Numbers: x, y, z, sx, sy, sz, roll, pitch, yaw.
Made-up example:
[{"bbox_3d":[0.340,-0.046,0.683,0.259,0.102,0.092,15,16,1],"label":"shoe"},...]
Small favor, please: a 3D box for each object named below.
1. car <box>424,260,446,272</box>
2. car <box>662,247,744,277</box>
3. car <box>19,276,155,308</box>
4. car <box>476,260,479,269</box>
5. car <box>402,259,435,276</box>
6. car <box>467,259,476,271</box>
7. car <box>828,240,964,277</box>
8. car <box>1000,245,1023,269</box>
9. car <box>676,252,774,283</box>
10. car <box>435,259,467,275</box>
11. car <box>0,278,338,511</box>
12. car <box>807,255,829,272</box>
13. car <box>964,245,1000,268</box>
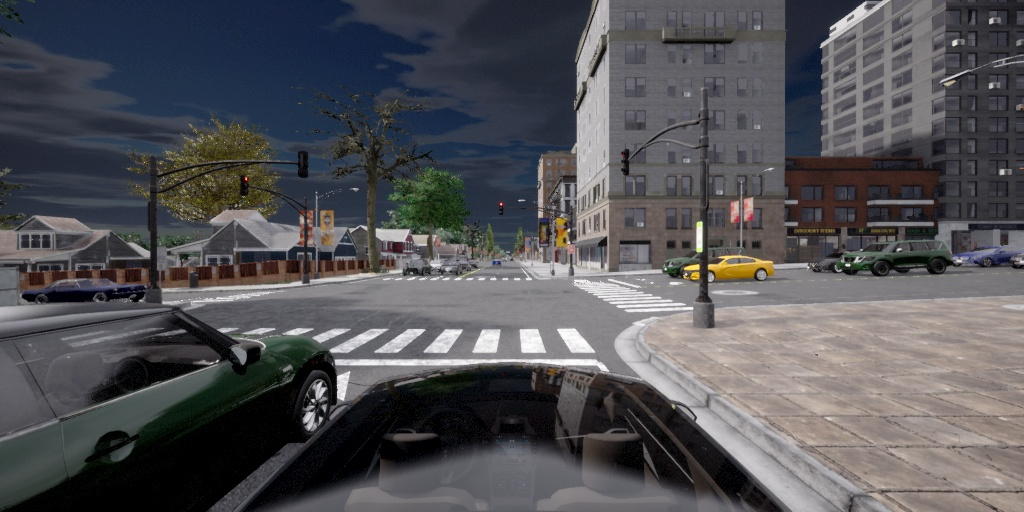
[{"bbox_3d":[-9.868,1.308,46.463,1.812,1.442,4.674,0,0,0],"label":"car"},{"bbox_3d":[13.445,0.459,24.970,5.566,2.045,2.150,-2,0,0],"label":"car"},{"bbox_3d":[-21.623,1.807,18.381,4.718,1.301,1.895,-2,0,0],"label":"car"},{"bbox_3d":[-6.613,1.322,59.621,1.837,1.490,4.892,0,0,0],"label":"car"},{"bbox_3d":[-9.861,1.121,37.480,2.097,1.767,4.553,0,0,0],"label":"car"},{"bbox_3d":[-6.619,1.336,49.275,2.033,1.411,5.357,0,0,0],"label":"car"},{"bbox_3d":[23.122,0.099,21.752,5.566,2.045,2.150,-2,0,0],"label":"car"},{"bbox_3d":[33.374,0.023,21.778,4.674,1.442,1.812,-2,0,0],"label":"car"},{"bbox_3d":[13.026,0.742,21.721,5.008,1.535,1.882,-2,0,-1],"label":"car"},{"bbox_3d":[-6.610,1.262,39.557,2.128,1.511,4.902,0,0,0],"label":"car"},{"bbox_3d":[-3.151,1.102,2.490,2.097,1.767,4.553,0,0,0],"label":"car"},{"bbox_3d":[23.412,0.361,25.004,4.892,1.490,1.837,-2,0,0],"label":"car"},{"bbox_3d":[33.544,0.007,25.031,4.674,1.442,1.812,-2,0,0],"label":"car"}]
